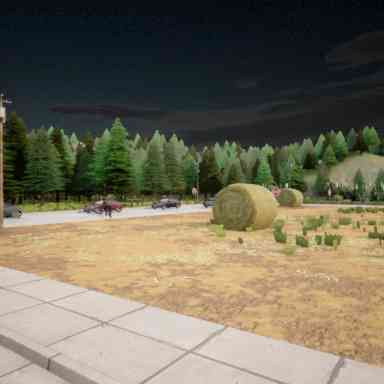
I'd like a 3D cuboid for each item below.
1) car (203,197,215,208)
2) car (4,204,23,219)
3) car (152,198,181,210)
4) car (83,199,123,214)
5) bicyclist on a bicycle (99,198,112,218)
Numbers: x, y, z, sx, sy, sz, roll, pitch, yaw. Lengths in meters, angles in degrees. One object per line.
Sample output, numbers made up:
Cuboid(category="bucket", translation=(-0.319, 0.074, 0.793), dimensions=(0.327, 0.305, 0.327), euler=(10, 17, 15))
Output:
Cuboid(category="car", translation=(3.501, 1.518, 47.782), dimensions=(2.128, 1.511, 4.902), euler=(0, 0, 37))
Cuboid(category="car", translation=(-16.215, 1.591, 27.194), dimensions=(1.994, 1.385, 4.181), euler=(0, 0, 36))
Cuboid(category="car", translation=(-3.373, 1.552, 44.560), dimensions=(1.812, 1.442, 4.674), euler=(0, 0, 37))
Cuboid(category="car", translation=(-9.571, 1.552, 36.175), dimensions=(1.812, 1.442, 4.674), euler=(0, 0, 37))
Cuboid(category="bicyclist on a bicycle", translation=(-7.034, 1.327, 27.028), dimensions=(1.656, 1.620, 0.582), euler=(0, 0, 36))
